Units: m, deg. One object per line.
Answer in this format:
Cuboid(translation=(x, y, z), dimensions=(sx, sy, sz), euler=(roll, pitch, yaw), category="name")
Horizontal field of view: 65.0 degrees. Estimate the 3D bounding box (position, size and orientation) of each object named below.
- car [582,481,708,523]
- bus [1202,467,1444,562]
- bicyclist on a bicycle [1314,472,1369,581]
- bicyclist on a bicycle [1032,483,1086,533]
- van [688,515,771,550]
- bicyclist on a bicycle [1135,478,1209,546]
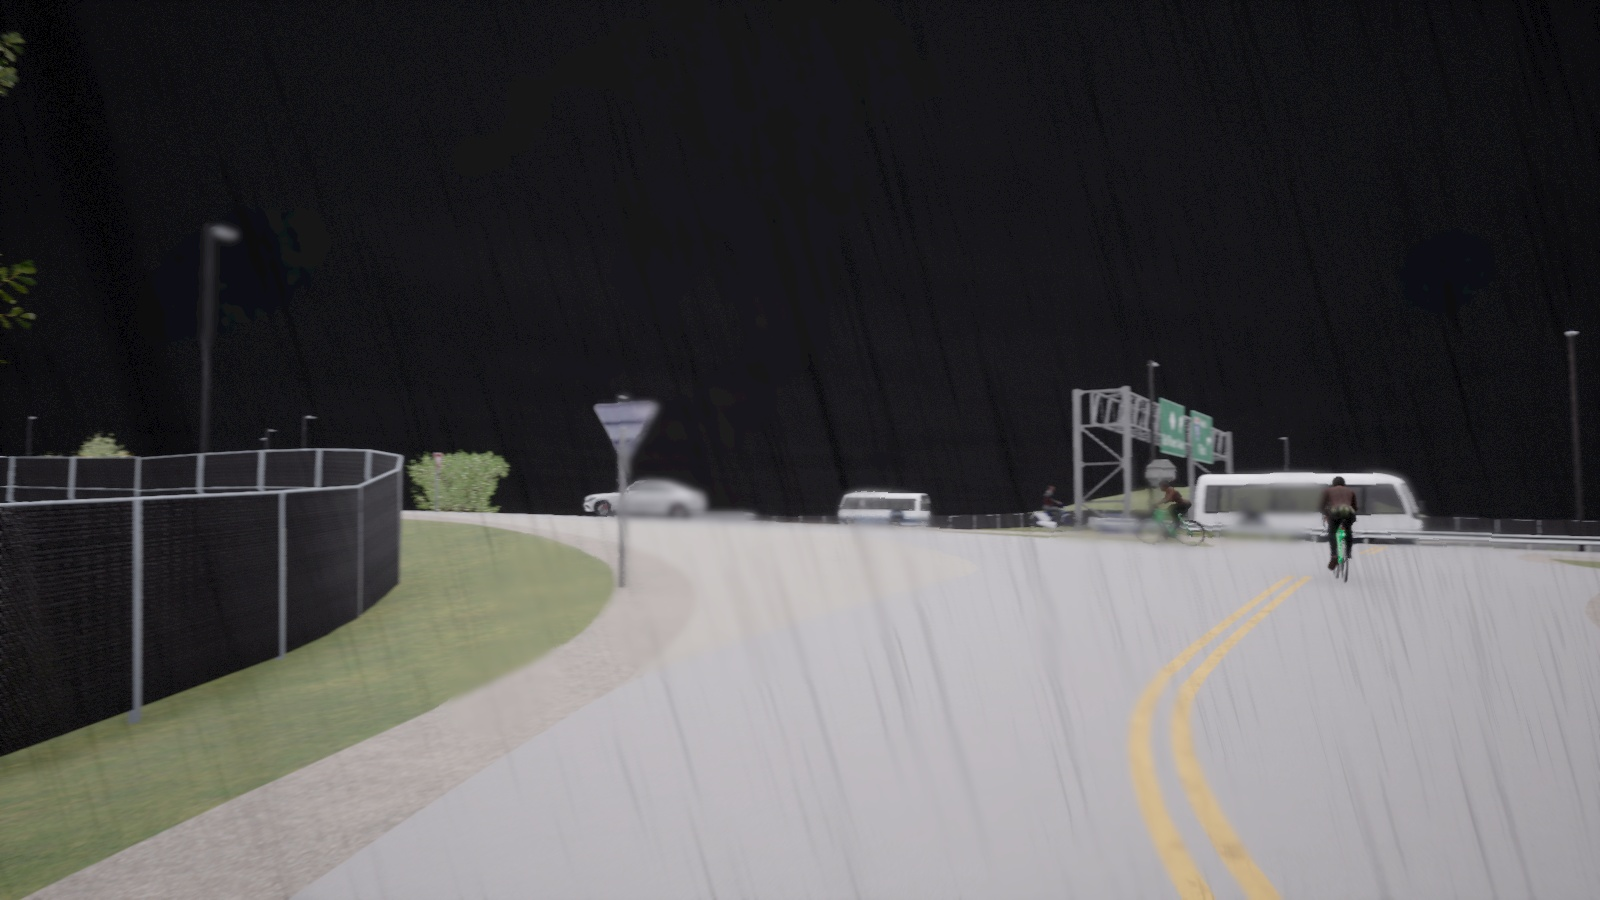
Cuboid(translation=(-5.937, 2.030, 48.578), dimensions=(4.674, 1.442, 1.812), euler=(2, -3, -4), category="car")
Cuboid(translation=(25.056, 3.101, 60.385), dimensions=(10.273, 4.253, 3.944), euler=(-1, -4, 29), category="bus")
Cuboid(translation=(8.436, 1.172, 19.603), dimensions=(0.582, 1.620, 1.656), euler=(0, -2, 16), category="bicyclist on a bicycle")
Cuboid(translation=(9.572, 2.143, 46.450), dimensions=(1.843, 1.776, 0.659), euler=(1, -4, -4), category="bicyclist on a bicycle")
Cuboid(translation=(-4.085, 4.788, 73.043), dimensions=(4.442, 1.987, 1.775), euler=(-1, -4, 22), category="van")
Cuboid(translation=(9.257, 1.546, 31.263), dimensions=(1.656, 1.620, 0.582), euler=(2, -6, 2), category="bicyclist on a bicycle")
